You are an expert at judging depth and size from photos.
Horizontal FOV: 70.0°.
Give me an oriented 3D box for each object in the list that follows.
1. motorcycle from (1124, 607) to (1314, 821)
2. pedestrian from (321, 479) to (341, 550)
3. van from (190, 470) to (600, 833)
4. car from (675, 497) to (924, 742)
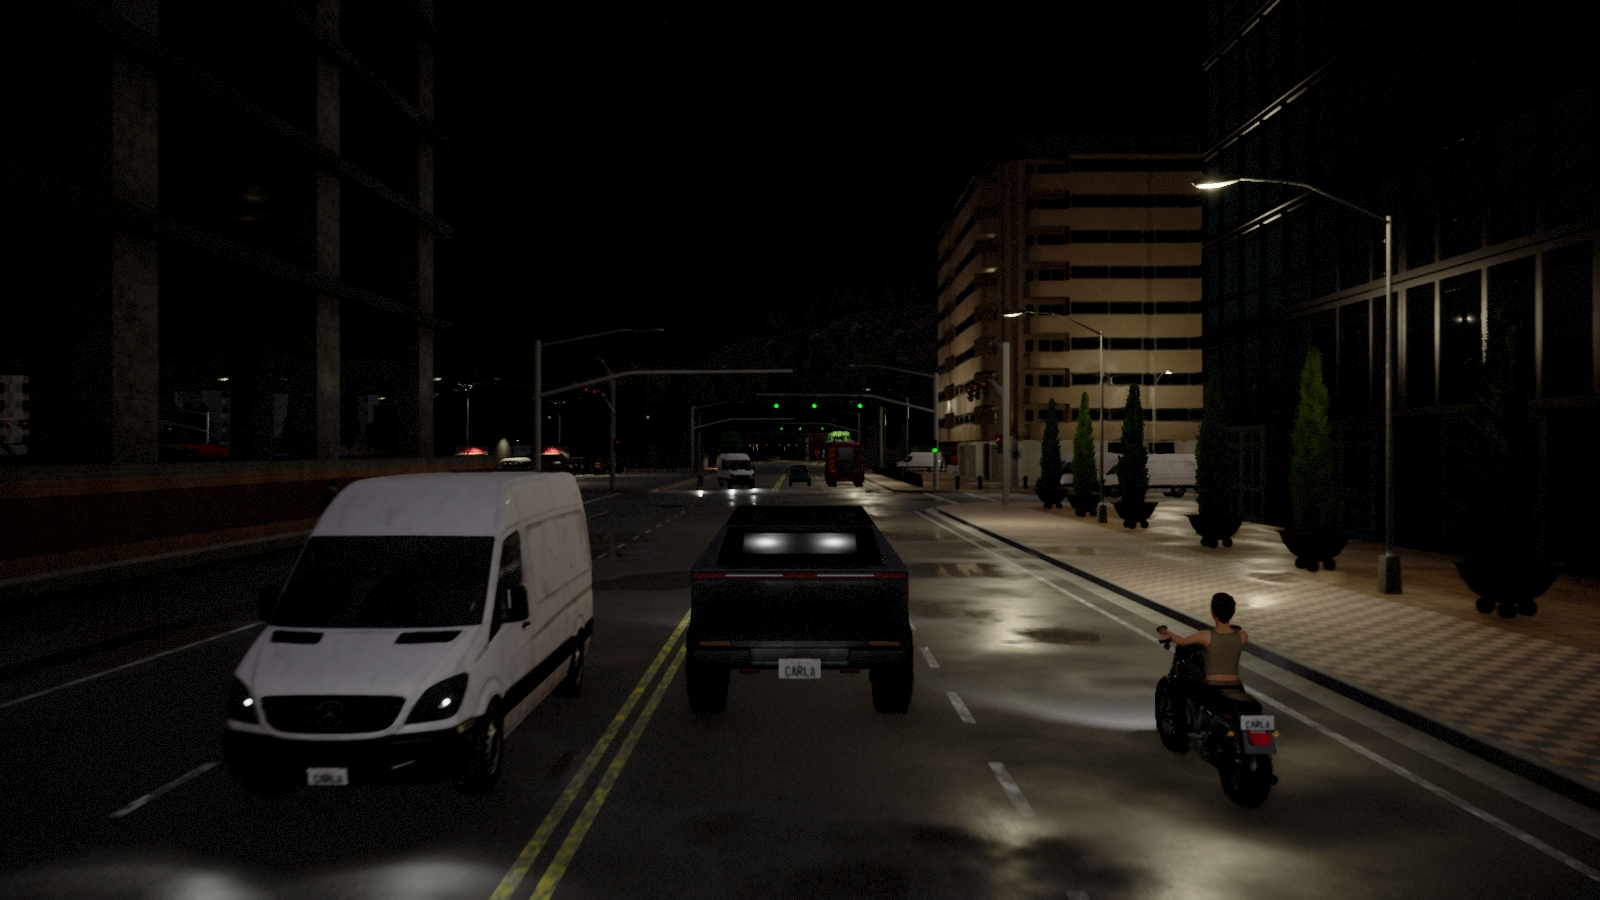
[{"bbox_3d":[3.500,2.156,9.811,0.764,1.307,2.356,0,0,0],"label":"motorcycle"},{"bbox_3d":[-12.376,1.699,30.167,0.375,1.860,0.375,0,0,3],"label":"pedestrian"},{"bbox_3d":[-3.498,1.536,11.360,1.988,2.561,5.915,0,0,0],"label":"van"},{"bbox_3d":[-0.003,1.755,14.114,2.390,2.098,6.274,0,0,0],"label":"car"}]
